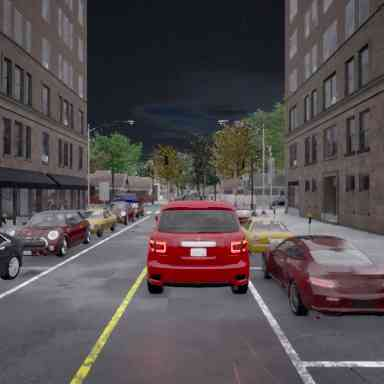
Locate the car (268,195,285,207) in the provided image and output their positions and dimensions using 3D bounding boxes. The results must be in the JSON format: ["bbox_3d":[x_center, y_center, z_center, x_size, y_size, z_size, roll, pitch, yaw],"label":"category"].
[{"bbox_3d":[13.610,1.287,48.938,4.553,1.767,2.097,0,0,0],"label":"car"}]

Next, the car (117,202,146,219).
[{"bbox_3d":[-5.254,1.594,29.312,1.802,1.307,4.206,0,0,0],"label":"car"}]

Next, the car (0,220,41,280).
[{"bbox_3d":[-5.360,1.551,7.237,2.008,1.369,4.403,0,0,0],"label":"car"}]

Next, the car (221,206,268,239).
[{"bbox_3d":[2.718,1.550,18.238,1.887,1.381,4.507,0,0,0],"label":"car"}]

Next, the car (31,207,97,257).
[{"bbox_3d":[-5.334,1.442,12.756,1.967,1.590,4.097,0,0,0],"label":"car"}]

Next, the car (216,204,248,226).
[{"bbox_3d":[2.744,1.590,23.756,1.802,1.307,4.206,0,0,0],"label":"car"}]

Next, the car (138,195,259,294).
[{"bbox_3d":[0.134,1.223,8.923,2.150,2.045,5.566,0,0,0],"label":"car"}]

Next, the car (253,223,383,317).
[{"bbox_3d":[2.665,1.582,7.202,1.802,1.307,4.206,0,0,0],"label":"car"}]

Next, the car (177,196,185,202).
[{"bbox_3d":[-2.673,1.635,81.343,1.994,1.385,4.181,0,0,0],"label":"car"}]

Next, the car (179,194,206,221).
[{"bbox_3d":[0.104,1.233,28.966,2.150,2.045,5.566,0,0,2],"label":"car"}]

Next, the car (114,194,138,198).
[{"bbox_3d":[-11.129,1.305,51.945,5.566,2.045,2.150,0,1,-6],"label":"car"}]

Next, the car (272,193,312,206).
[{"bbox_3d":[15.676,1.146,52.209,5.566,2.045,2.150,0,0,-1],"label":"car"}]

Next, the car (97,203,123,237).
[{"bbox_3d":[-5.308,1.530,18.104,1.752,1.417,4.829,0,0,0],"label":"car"}]

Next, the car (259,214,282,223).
[{"bbox_3d":[2.692,1.528,12.890,1.752,1.417,4.829,0,0,0],"label":"car"}]

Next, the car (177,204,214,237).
[{"bbox_3d":[0.185,1.511,18.952,1.837,1.490,4.892,0,0,1],"label":"car"}]

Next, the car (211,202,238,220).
[{"bbox_3d":[2.771,1.578,29.275,1.947,1.339,4.313,0,0,0],"label":"car"}]

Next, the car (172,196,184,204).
[{"bbox_3d":[-2.725,1.604,66.410,2.033,1.411,5.357,0,0,1],"label":"car"}]

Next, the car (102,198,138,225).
[{"bbox_3d":[-5.281,1.449,23.793,1.967,1.590,4.097,0,0,0],"label":"car"}]
